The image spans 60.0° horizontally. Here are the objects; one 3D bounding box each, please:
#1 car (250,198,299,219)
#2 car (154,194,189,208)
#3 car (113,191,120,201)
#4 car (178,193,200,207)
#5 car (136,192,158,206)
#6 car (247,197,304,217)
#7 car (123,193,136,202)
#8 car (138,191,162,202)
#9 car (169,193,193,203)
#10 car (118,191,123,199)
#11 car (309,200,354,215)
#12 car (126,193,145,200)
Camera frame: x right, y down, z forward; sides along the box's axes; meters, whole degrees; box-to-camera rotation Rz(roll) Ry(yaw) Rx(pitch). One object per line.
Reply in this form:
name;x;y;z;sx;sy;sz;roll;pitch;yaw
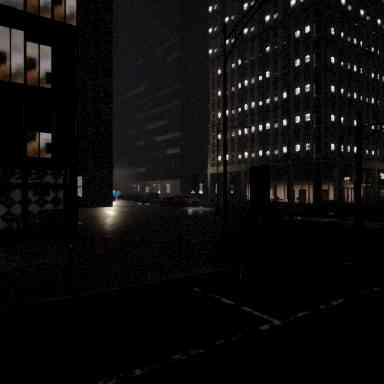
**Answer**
car;6.401;1.399;26.551;1.802;1.307;4.206;1;0;-32
car;-2.496;1.212;40.507;1.802;1.307;4.206;1;0;-33
car;-14.992;0.920;58.883;1.887;1.381;4.507;1;0;-35
car;-0.852;1.091;42.695;1.882;1.535;5.008;0;1;-33
car;-5.445;1.094;45.003;1.752;1.417;4.829;1;0;-33
car;7.344;1.279;29.805;2.128;1.511;4.902;0;1;-32
car;-8.985;0.939;54.975;2.128;1.511;4.902;0;1;-34
car;-7.308;0.779;57.550;2.097;1.767;4.553;0;1;-35
car;-1.876;0.927;54.343;1.967;1.590;4.097;1;0;-35
car;-13.127;0.876;65.724;1.994;1.385;4.181;0;1;-36
car;13.020;1.377;31.244;1.802;1.307;4.206;1;0;-32
car;-11.522;0.864;67.789;1.947;1.339;4.313;1;0;-36
